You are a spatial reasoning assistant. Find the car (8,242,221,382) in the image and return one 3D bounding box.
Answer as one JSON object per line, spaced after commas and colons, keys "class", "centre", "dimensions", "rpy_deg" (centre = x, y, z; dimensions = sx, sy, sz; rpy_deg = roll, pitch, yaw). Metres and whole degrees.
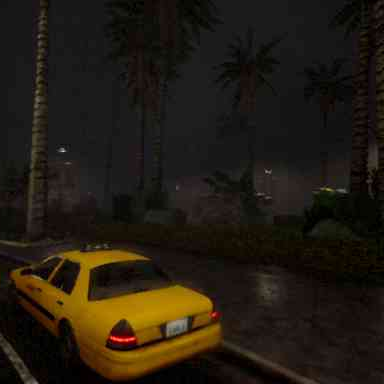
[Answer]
{"class": "car", "centre": [-1.861, 1.674, 5.988], "dimensions": [1.801, 1.575, 5.366], "rpy_deg": [3, -3, -41]}
